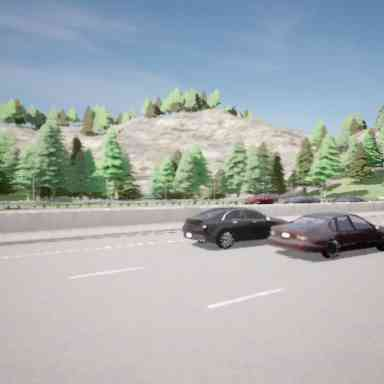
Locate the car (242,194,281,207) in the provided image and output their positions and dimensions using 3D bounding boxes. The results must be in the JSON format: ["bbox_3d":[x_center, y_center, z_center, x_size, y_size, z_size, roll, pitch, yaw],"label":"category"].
[{"bbox_3d":[9.060,1.040,43.038,5.008,1.535,1.882,0,1,-32],"label":"car"}]

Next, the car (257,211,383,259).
[{"bbox_3d":[5.196,1.445,12.037,5.357,1.411,2.033,0,1,-30],"label":"car"}]

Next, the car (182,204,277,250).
[{"bbox_3d":[1.929,1.354,13.663,4.892,1.490,1.837,0,0,-33],"label":"car"}]
